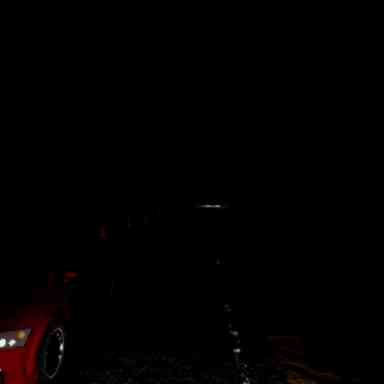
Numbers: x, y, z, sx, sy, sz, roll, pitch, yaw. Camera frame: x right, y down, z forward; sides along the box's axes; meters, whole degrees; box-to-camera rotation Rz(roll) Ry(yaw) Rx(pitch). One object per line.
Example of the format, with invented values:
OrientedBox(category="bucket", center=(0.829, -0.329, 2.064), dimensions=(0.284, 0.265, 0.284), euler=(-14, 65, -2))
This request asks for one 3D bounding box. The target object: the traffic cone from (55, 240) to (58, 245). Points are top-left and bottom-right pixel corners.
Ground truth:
OrientedBox(category="traffic cone", center=(-4.813, 1.984, 11.789), dimensions=(0.340, 0.580, 0.340), euler=(0, 0, 3))

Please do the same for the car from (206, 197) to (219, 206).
OrientedBox(category="car", center=(3.771, 1.669, 59.553), dimensions=(1.837, 1.490, 4.892), euler=(0, 0, 11))

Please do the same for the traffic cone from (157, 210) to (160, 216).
OrientedBox(category="traffic cone", center=(-3.198, 2.041, 31.908), dimensions=(0.340, 0.580, 0.340), euler=(0, 0, 7))

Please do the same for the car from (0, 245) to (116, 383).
OrientedBox(category="car", center=(-2.595, 1.577, 5.243), dimensions=(1.994, 1.385, 4.181), euler=(0, 0, 1))

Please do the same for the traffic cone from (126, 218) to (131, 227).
OrientedBox(category="traffic cone", center=(-4.181, 2.013, 21.862), dimensions=(0.340, 0.580, 0.340), euler=(0, 0, 5))

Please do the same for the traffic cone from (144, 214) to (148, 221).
OrientedBox(category="traffic cone", center=(-3.733, 2.027, 26.889), dimensions=(0.340, 0.580, 0.340), euler=(0, 0, 6))
